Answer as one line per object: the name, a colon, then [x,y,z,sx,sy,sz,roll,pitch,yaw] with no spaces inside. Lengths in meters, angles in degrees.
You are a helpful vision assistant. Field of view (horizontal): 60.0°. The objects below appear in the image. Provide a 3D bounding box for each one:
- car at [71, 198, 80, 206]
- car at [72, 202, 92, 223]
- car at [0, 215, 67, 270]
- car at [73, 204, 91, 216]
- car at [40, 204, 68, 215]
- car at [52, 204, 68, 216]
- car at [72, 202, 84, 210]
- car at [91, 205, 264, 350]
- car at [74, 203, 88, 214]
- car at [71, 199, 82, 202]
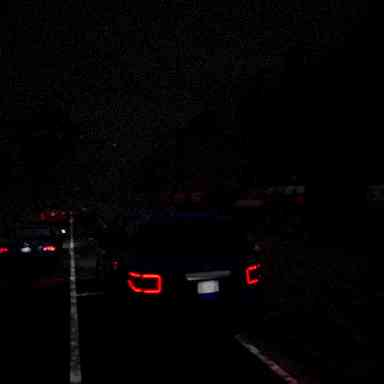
car: [-30.984,2.670,88.633,2.192,1.841,5.009,1,-1,-20]
car: [-10.056,1.997,31.389,1.967,1.590,4.097,1,-1,-20]
car: [-5.689,1.774,12.036,2.033,1.411,5.357,1,-1,-20]
car: [-13.863,2.281,41.794,1.947,1.339,4.313,1,-1,-20]
car: [-11.882,1.857,28.680,2.097,1.767,4.553,1,-1,-20]
car: [-17.378,2.339,43.995,1.895,1.301,4.718,1,-1,-20]
car: [-21.474,2.563,62.611,2.008,1.369,4.403,1,-1,-20]
car: [-0.710,1.367,6.813,2.150,2.045,5.566,1,-1,-20]
car: [-15.824,2.320,47.159,1.752,1.417,4.829,1,-1,-20]
car: [-11.957,1.952,36.596,2.192,1.841,5.009,1,-1,-20]
